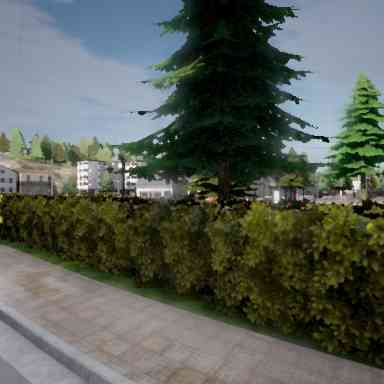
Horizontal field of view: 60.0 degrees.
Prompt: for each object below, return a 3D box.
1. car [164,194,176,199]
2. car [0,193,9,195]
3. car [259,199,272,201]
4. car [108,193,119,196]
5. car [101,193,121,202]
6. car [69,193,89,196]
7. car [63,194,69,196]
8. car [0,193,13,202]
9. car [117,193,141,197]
[{"bbox_3d":[-2.220,1.221,37.411,5.566,2.045,2.150,0,0,-45],"label":"car"},{"bbox_3d":[-23.116,1.330,40.896,5.027,1.636,2.152,0,0,-45],"label":"car"},{"bbox_3d":[9.911,1.478,44.328,1.882,1.535,5.008,0,0,45],"label":"car"},{"bbox_3d":[-15.227,1.097,70.296,4.605,1.855,1.932,0,0,-45],"label":"car"},{"bbox_3d":[-17.556,1.077,72.081,3.866,1.878,1.905,0,0,-45],"label":"car"},{"bbox_3d":[-26.518,1.153,81.212,5.027,1.636,2.152,0,0,-45],"label":"car"},{"bbox_3d":[-31.244,1.232,85.565,3.806,1.475,1.970,0,0,-45],"label":"car"},{"bbox_3d":[-41.124,1.097,71.276,4.605,1.855,1.932,0,0,-45],"label":"car"},{"bbox_3d":[-9.691,1.384,53.866,3.806,1.475,1.970,0,0,-45],"label":"car"}]
